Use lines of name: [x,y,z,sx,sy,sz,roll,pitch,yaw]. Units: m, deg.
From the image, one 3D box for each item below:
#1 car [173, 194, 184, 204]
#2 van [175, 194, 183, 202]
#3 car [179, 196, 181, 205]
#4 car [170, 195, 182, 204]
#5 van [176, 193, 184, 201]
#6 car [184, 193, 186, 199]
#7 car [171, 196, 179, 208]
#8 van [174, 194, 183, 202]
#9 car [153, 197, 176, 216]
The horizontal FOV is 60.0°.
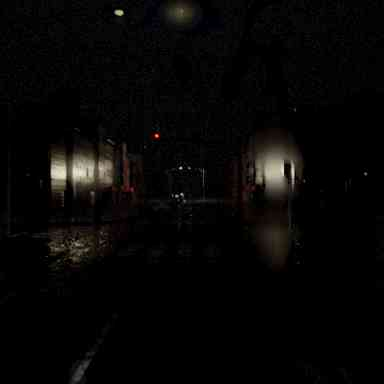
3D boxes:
car: [-2.834,1.352,54.547,1.967,1.590,4.097,0,0,0]
van: [-2.916,1.255,76.968,1.690,1.788,3.998,0,0,0]
car: [-2.793,1.499,43.336,1.802,1.307,4.206,0,0,0]
car: [-2.855,1.351,60.152,1.967,1.590,4.097,0,0,0]
van: [-2.937,1.258,82.574,1.690,1.788,3.998,0,0,0]
car: [-2.875,1.226,65.757,2.192,1.841,5.009,0,0,0]
car: [-2.772,1.467,37.730,1.887,1.381,4.507,0,0,0]
van: [-2.896,1.253,71.363,1.690,1.788,3.998,0,0,0]
car: [-2.750,1.455,31.956,1.752,1.417,4.829,0,0,0]
